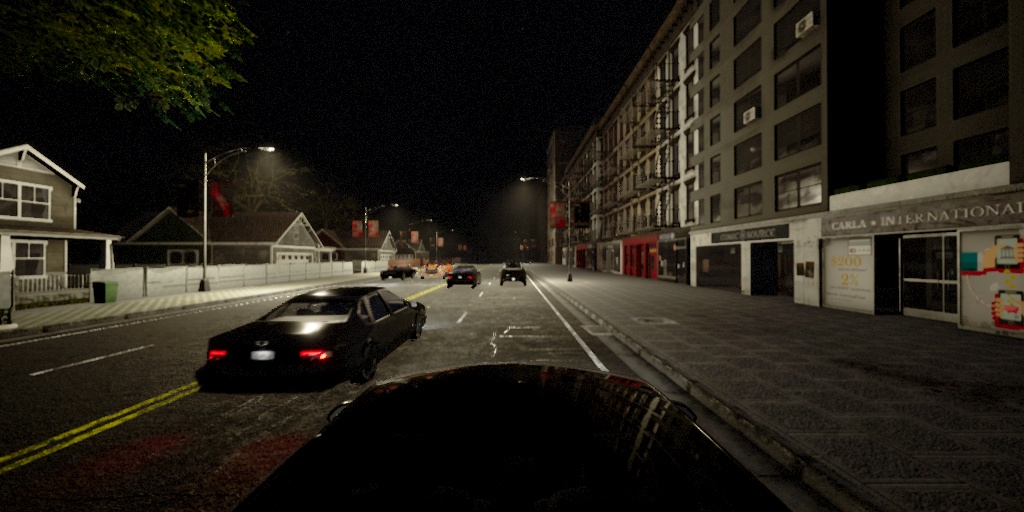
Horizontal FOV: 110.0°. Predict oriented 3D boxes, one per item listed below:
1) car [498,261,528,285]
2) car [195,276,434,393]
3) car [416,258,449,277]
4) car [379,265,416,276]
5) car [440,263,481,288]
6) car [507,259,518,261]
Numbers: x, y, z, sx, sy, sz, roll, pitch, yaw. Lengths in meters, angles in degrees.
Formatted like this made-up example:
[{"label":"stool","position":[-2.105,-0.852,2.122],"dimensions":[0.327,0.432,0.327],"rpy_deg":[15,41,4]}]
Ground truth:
[{"label":"car","position":[0.079,1.317,26.709],"dimensions":[1.837,1.490,4.892],"rpy_deg":[0,0,0]},{"label":"car","position":[-3.155,1.313,7.045],"dimensions":[2.033,1.411,5.357],"rpy_deg":[0,0,0]},{"label":"car","position":[-6.527,0.981,31.227],"dimensions":[2.097,1.767,4.553],"rpy_deg":[0,0,0]},{"label":"car","position":[-9.778,1.420,31.042],"dimensions":[1.895,1.301,4.718],"rpy_deg":[0,0,0]},{"label":"car","position":[-3.172,1.355,24.312],"dimensions":[2.033,1.411,5.357],"rpy_deg":[0,0,0]},{"label":"car","position":[0.062,1.188,41.985],"dimensions":[2.097,1.767,4.553],"rpy_deg":[0,0,0]}]
